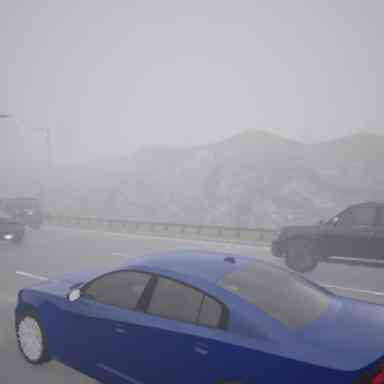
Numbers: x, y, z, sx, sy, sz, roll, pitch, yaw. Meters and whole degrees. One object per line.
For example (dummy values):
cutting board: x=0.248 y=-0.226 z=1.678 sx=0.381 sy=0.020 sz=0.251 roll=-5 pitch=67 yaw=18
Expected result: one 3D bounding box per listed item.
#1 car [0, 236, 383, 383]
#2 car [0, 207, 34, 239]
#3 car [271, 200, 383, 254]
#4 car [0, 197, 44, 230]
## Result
car: x=-0.257 y=1.486 z=4.150 sx=5.008 sy=1.535 sz=1.882 roll=0 pitch=0 yaw=35
car: x=-9.357 y=1.564 z=14.803 sx=4.892 sy=1.490 sz=1.837 roll=0 pitch=0 yaw=35
car: x=5.012 y=1.221 z=9.002 sx=5.566 sy=2.045 sz=2.150 roll=0 pitch=0 yaw=35
car: x=-11.419 y=1.299 z=20.515 sx=5.566 sy=2.045 sz=2.150 roll=0 pitch=0 yaw=35
